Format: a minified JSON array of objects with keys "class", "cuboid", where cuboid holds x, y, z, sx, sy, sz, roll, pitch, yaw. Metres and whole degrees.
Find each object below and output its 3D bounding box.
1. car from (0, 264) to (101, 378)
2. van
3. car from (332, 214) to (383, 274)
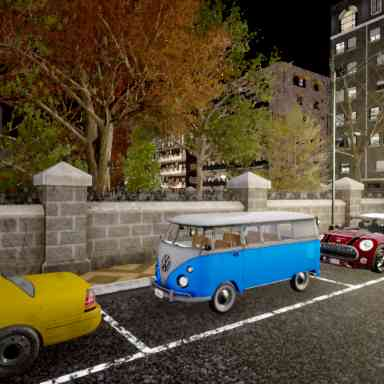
[{"class":"car","cuboid":[-3.608,1.525,3.976,4.829,1.417,1.752,0,1,-35]},{"class":"van","cuboid":[1.106,1.342,7.328,3.998,1.788,1.690,0,1,-35]},{"class":"car","cuboid":[5.678,1.442,10.584,4.097,1.590,1.967,0,1,-35]}]
